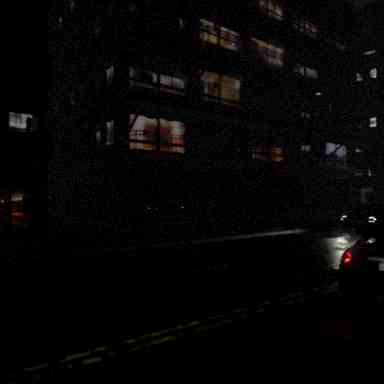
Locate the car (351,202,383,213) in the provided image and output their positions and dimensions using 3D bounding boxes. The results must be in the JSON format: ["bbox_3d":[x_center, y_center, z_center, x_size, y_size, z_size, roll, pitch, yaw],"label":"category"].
[{"bbox_3d":[10.733,1.502,19.754,4.553,1.767,2.097,1,0,-37],"label":"car"}]

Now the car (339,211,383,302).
[{"bbox_3d":[5.266,1.414,7.305,4.553,1.767,2.097,1,0,-36],"label":"car"}]
